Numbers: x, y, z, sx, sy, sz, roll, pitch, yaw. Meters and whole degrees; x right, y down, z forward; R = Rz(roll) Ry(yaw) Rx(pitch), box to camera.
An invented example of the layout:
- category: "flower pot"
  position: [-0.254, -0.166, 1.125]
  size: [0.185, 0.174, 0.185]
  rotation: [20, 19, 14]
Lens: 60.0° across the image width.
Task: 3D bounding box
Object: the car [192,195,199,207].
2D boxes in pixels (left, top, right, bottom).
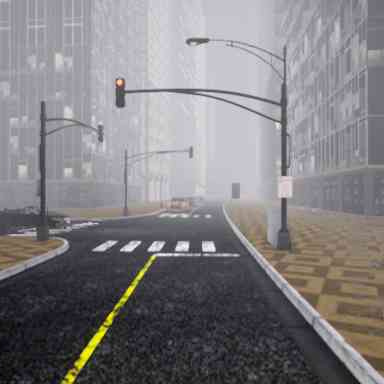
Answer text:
- category: "car"
  position: [-0.394, 1.458, 49.599]
  size: [1.837, 1.490, 4.892]
  rotation: [0, 0, 6]

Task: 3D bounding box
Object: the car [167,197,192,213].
- category: "car"
  position: [-1.529, 1.325, 37.127]
  size: [2.097, 1.767, 4.553]
  rotation: [0, 0, 5]

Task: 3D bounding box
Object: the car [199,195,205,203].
- category: "car"
  position: [1.431, 1.412, 64.652]
  size: [2.128, 1.511, 4.902]
  rotation: [0, 0, 8]

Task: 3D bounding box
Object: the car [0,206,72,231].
- category: "car"
  position: [-9.939, 1.629, 20.922]
  size: [4.902, 1.511, 2.128]
  rotation: [-1, -1, 14]
